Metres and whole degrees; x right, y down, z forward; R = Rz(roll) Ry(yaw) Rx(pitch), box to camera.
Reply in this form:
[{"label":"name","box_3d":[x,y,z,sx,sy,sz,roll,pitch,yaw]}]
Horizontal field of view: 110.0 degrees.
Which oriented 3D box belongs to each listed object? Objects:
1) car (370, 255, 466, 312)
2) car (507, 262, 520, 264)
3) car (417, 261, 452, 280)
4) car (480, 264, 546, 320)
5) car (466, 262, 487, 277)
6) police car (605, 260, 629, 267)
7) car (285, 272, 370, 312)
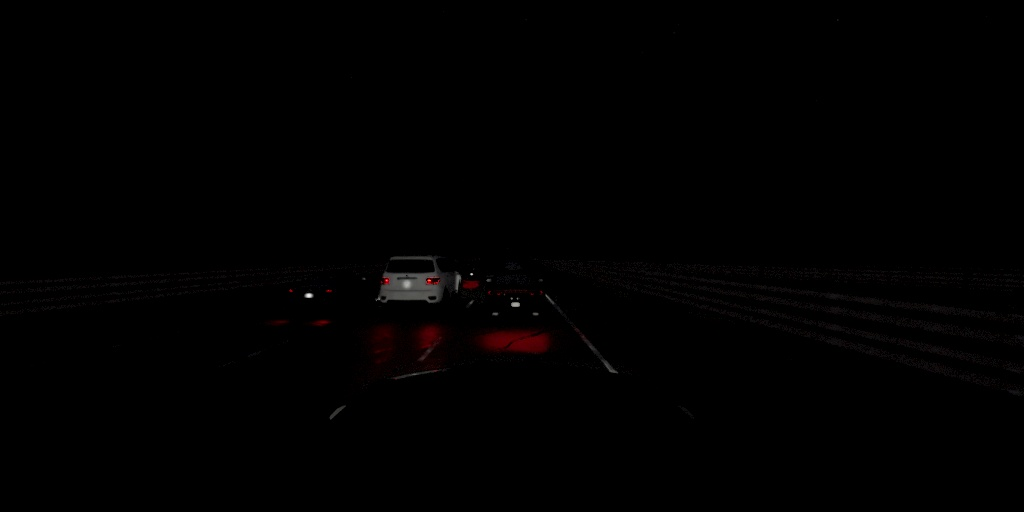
[{"label":"car","box_3d":[-3.408,0.977,14.334,2.150,2.045,5.566,0,0,0]},{"label":"car","box_3d":[0.102,1.304,33.610,1.812,1.442,4.674,0,0,0]},{"label":"car","box_3d":[-6.898,1.268,32.438,2.128,1.511,4.902,0,0,0]},{"label":"car","box_3d":[0.103,1.232,12.678,1.882,1.535,5.008,0,0,0]},{"label":"car","box_3d":[-3.396,1.282,32.671,1.837,1.490,4.892,0,0,0]},{"label":"police car","box_3d":[15.457,1.425,54.077,2.038,1.542,4.974,0,0,-16]},{"label":"car","box_3d":[-6.900,1.320,14.195,1.994,1.385,4.181,0,0,0]}]
